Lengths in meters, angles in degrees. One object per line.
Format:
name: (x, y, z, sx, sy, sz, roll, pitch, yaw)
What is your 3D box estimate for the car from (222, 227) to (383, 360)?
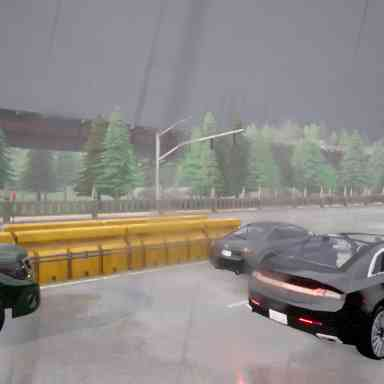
car: (3.143, 1.492, 5.972, 4.902, 1.511, 2.128, 0, 0, -36)

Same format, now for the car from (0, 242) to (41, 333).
car: (-5.093, 1.221, 4.420, 5.566, 2.045, 2.150, 0, 0, -35)

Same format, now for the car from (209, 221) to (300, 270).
car: (2.535, 1.564, 9.833, 4.181, 1.385, 1.994, 0, 0, -36)
